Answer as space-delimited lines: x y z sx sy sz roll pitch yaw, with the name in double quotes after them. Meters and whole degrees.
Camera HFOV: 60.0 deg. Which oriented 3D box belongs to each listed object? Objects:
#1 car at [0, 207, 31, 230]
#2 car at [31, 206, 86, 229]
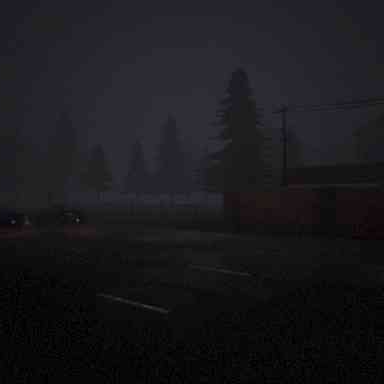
-13.007 1.732 21.895 5.008 1.535 1.882 -1 0 36 "car"
-9.679 1.728 23.818 4.902 1.511 2.128 -1 0 36 "car"
